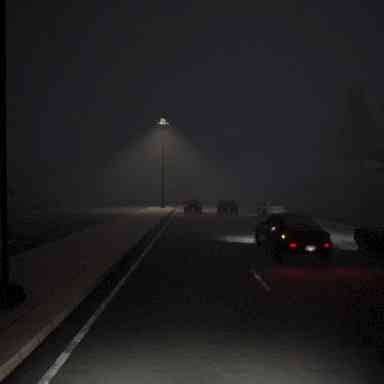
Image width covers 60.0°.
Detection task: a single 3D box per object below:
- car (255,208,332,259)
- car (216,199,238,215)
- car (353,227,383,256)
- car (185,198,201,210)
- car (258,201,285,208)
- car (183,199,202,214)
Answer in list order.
[{"bbox_3d":[3.602,1.526,12.399,1.812,1.442,4.674,0,0,0],"label":"car"},{"bbox_3d":[3.605,1.490,34.655,2.128,1.511,4.902,0,0,0],"label":"car"},{"bbox_3d":[7.102,1.601,10.612,1.895,1.301,4.718,0,0,0],"label":"car"},{"bbox_3d":[0.107,1.564,44.575,1.994,1.385,4.181,0,0,0],"label":"car"},{"bbox_3d":[7.102,1.526,29.843,1.812,1.442,4.674,0,0,0],"label":"car"},{"bbox_3d":[0.100,1.526,35.815,1.812,1.442,4.674,0,0,0],"label":"car"}]
